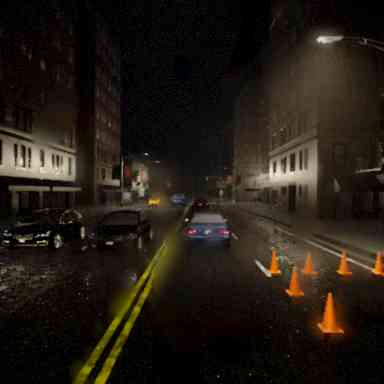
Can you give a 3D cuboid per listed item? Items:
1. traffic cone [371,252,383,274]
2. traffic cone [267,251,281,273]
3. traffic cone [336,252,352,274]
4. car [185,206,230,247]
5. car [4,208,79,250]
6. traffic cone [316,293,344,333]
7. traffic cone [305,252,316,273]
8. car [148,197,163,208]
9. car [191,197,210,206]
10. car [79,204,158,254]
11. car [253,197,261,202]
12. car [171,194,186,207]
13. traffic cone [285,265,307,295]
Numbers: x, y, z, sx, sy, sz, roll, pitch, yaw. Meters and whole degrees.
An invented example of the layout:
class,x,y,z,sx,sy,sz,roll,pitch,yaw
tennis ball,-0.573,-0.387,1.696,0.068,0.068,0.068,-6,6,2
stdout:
class,x,y,z,sx,sy,sz,roll,pitch,yaw
traffic cone,5.357,2.019,9.518,0.340,0.580,0.340,0,0,1
traffic cone,2.357,1.998,9.558,0.340,0.580,0.340,0,0,1
traffic cone,4.357,2.012,9.531,0.340,0.580,0.340,0,0,1
car,0.665,1.593,15.207,2.033,1.411,5.357,0,0,1
car,-6.045,1.500,14.309,1.837,1.490,4.892,0,0,1
traffic cone,2.304,1.987,5.559,0.340,0.580,0.340,0,0,1
traffic cone,3.357,2.005,9.545,0.340,0.580,0.340,0,0,1
car,-5.527,1.580,51.239,1.882,1.535,5.008,0,0,1
car,0.996,1.467,39.703,2.097,1.767,4.553,0,0,1
car,-2.800,1.495,13.916,1.882,1.535,5.008,0,0,1
car,17.103,1.945,81.361,4.313,1.339,1.947,0,0,1
car,-2.200,1.357,55.170,2.150,2.045,5.566,0,0,1
traffic cone,2.330,1.992,7.558,0.340,0.580,0.340,0,0,1
